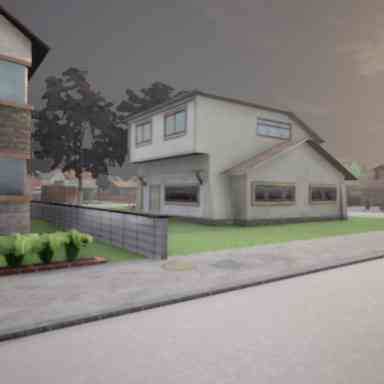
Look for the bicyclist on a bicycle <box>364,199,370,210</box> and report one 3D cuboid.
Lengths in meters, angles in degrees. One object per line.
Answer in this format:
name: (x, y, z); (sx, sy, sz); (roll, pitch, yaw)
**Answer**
bicyclist on a bicycle: (24.504, 1.789, 46.585); (1.656, 1.620, 0.582); (0, 0, -35)
